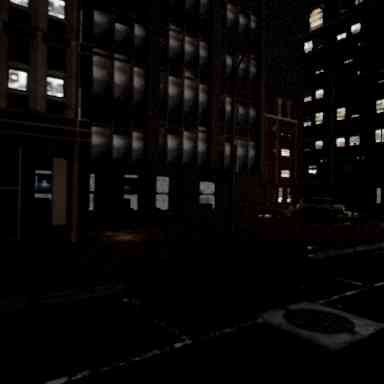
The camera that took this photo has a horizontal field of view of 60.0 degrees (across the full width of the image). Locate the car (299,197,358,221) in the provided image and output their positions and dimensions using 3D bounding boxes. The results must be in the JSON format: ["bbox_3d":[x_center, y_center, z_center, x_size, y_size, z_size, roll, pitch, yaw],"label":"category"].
[{"bbox_3d":[12.457,1.553,31.029,2.150,2.045,5.566,1,-1,-36],"label":"car"}]

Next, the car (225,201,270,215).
[{"bbox_3d":[6.480,1.860,39.357,2.033,1.411,5.357,1,-1,-36],"label":"car"}]

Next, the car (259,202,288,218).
[{"bbox_3d":[7.678,1.801,33.245,1.752,1.417,4.829,1,-1,-36],"label":"car"}]

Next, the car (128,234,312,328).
[{"bbox_3d":[0.796,1.628,7.122,4.313,1.339,1.947,1,0,-35],"label":"car"}]

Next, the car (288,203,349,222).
[{"bbox_3d":[10.877,1.868,28.781,1.802,1.307,4.206,1,-1,-36],"label":"car"}]

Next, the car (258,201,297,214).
[{"bbox_3d":[10.989,1.943,43.007,1.752,1.417,4.829,1,-1,-36],"label":"car"}]
